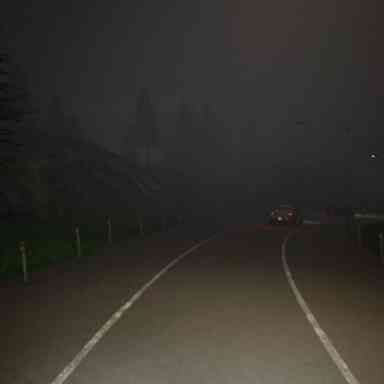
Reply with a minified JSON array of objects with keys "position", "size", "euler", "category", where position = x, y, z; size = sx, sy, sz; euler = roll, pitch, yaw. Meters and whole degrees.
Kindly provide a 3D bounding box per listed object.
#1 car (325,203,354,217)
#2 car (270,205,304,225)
[{"position":[17.292,2.075,38.804],"size":[4.902,1.511,2.128],"euler":[2,1,-45],"category":"car"},{"position":[7.539,1.766,26.319],"size":[1.812,1.442,4.674],"euler":[2,0,29],"category":"car"}]
